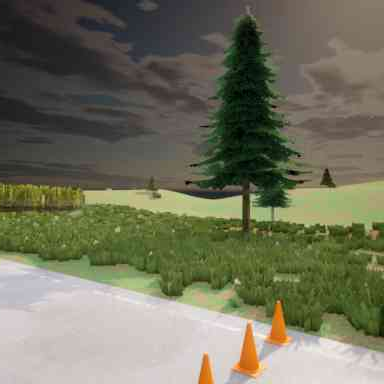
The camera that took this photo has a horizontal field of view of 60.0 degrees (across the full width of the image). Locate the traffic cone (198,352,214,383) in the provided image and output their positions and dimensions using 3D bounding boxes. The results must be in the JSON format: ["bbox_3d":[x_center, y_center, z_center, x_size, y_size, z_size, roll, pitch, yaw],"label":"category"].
[{"bbox_3d":[0.145,1.955,3.431,0.340,0.580,0.340,0,0,36],"label":"traffic cone"}]

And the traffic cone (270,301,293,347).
[{"bbox_3d":[1.314,1.955,5.053,0.340,0.580,0.340,0,0,36],"label":"traffic cone"}]

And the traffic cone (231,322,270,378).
[{"bbox_3d":[0.729,1.955,4.242,0.340,0.580,0.340,0,0,36],"label":"traffic cone"}]
